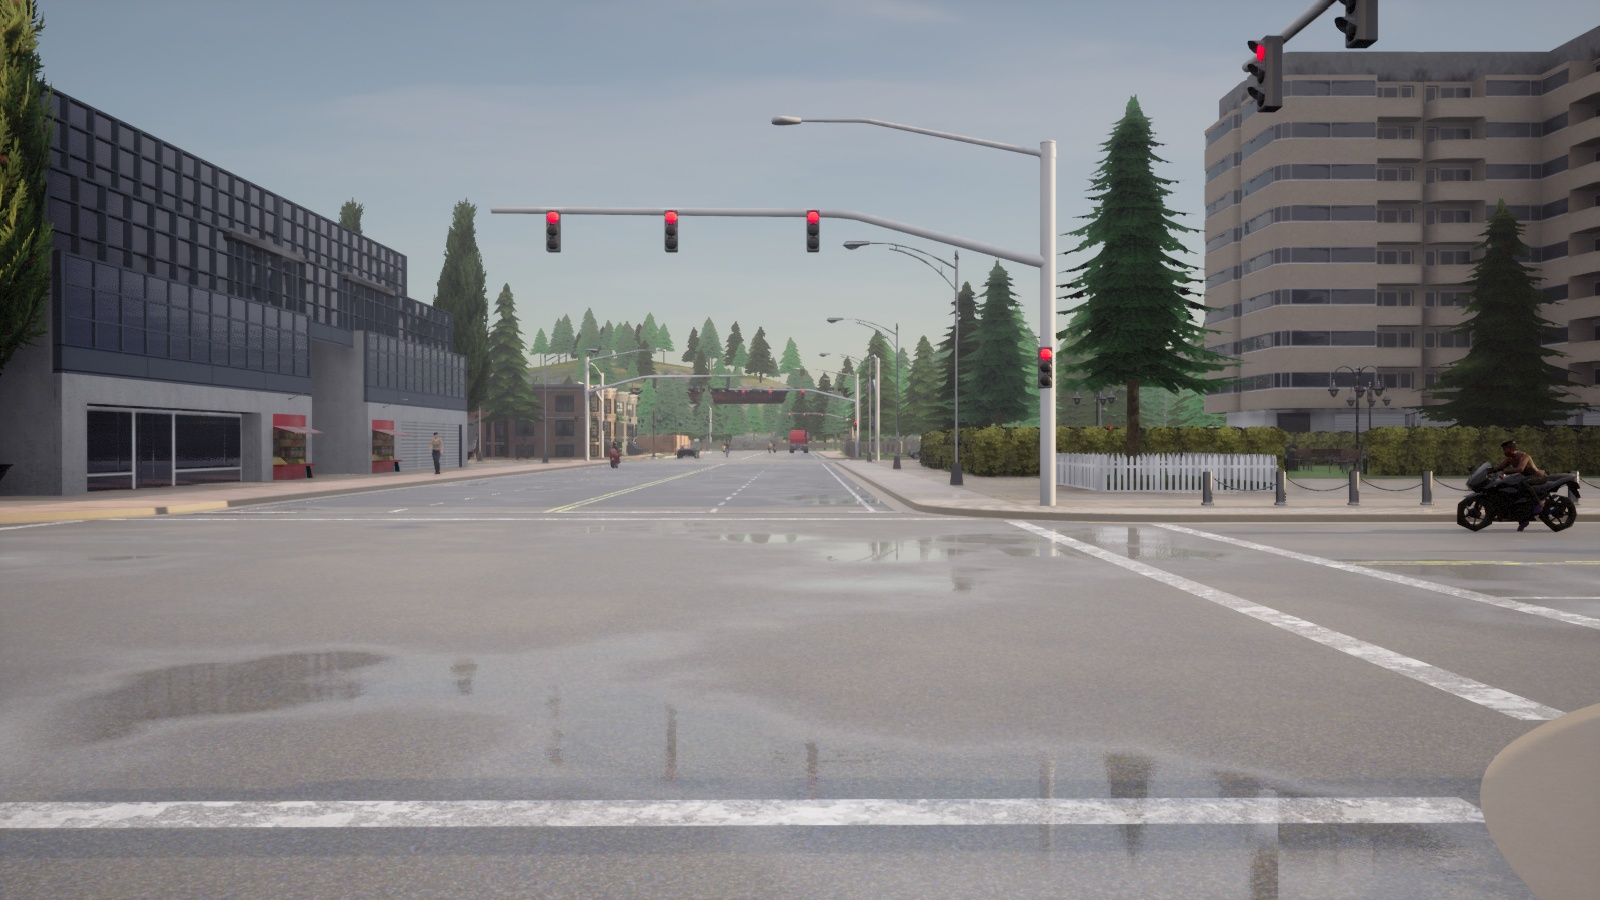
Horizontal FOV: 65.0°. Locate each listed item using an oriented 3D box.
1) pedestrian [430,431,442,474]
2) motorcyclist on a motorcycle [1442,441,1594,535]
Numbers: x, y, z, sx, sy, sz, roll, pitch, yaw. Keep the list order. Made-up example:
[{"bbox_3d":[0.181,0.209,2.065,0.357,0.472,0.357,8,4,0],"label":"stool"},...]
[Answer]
[{"bbox_3d":[-15.559,0.089,53.717,0.345,1.836,0.594,0,0,0],"label":"pedestrian"},{"bbox_3d":[11.870,0.621,20.800,2.044,1.523,0.797,0,0,0],"label":"motorcyclist on a motorcycle"}]
